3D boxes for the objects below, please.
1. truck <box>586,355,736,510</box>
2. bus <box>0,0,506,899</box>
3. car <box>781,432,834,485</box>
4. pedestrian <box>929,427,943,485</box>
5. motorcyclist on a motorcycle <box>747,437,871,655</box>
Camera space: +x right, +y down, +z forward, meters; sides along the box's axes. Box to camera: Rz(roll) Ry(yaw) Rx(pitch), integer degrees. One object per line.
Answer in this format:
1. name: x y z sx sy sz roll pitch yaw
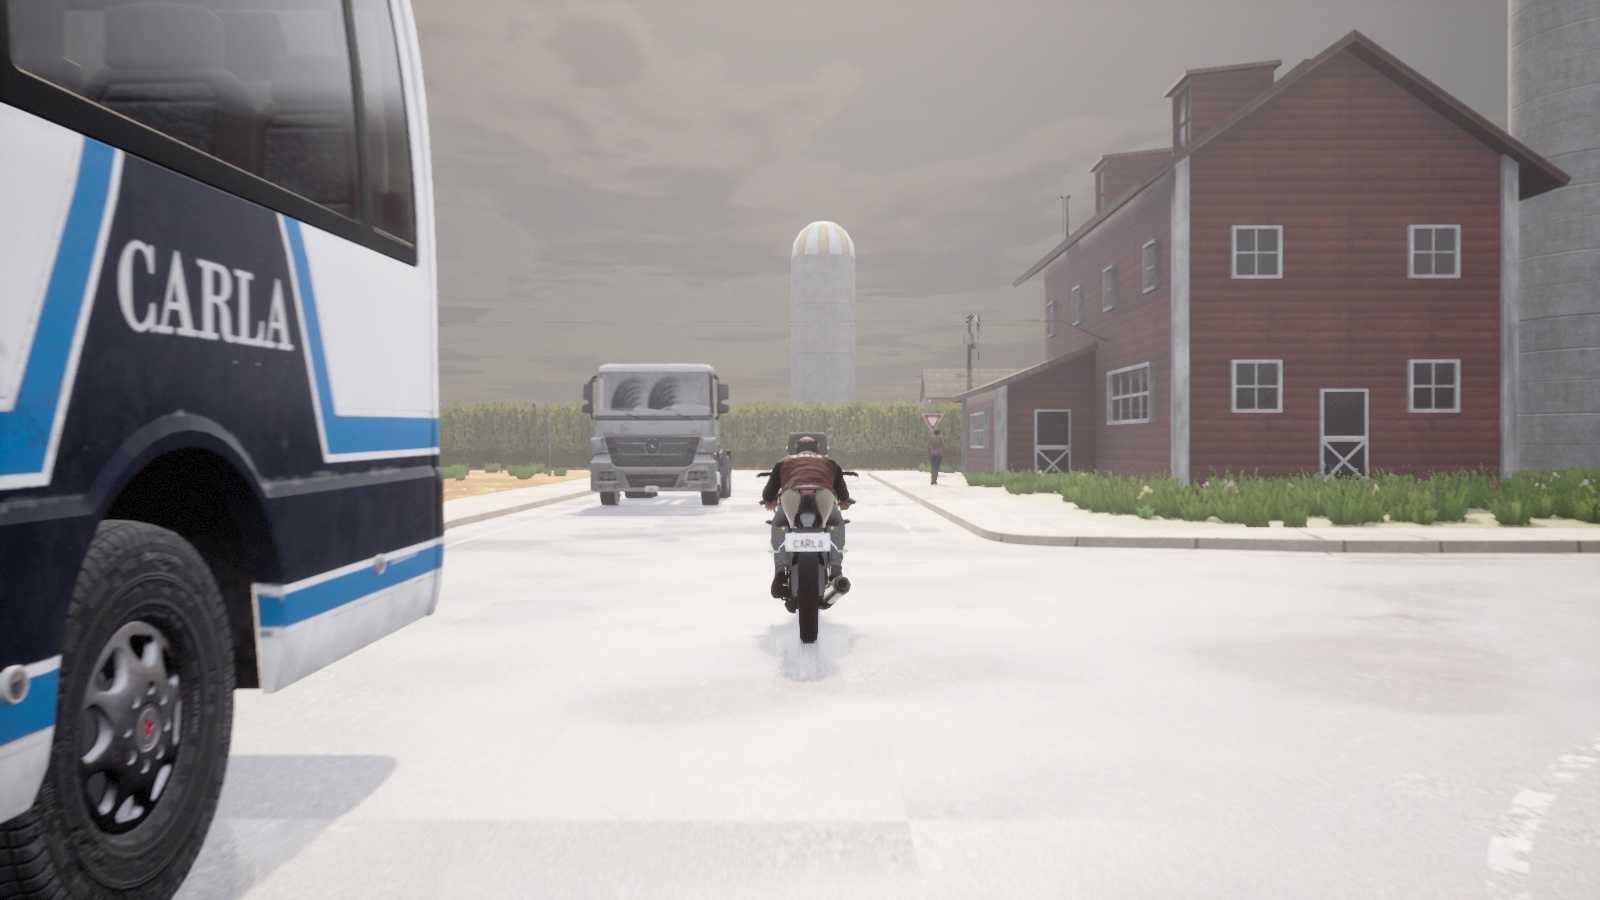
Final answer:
1. truck: -3.305 -0.418 31.998 2.891 3.462 7.936 0 0 0
2. bus: -3.477 -0.639 1.143 3.944 4.253 10.273 0 1 0
3. car: 0.276 0.280 46.542 1.905 1.878 3.866 0 0 0
4. pedestrian: 4.316 0.187 39.870 0.328 1.805 0.869 0 0 13
5. motorcyclist on a motorcycle: 0.068 0.669 9.966 0.866 1.530 2.191 0 1 0
